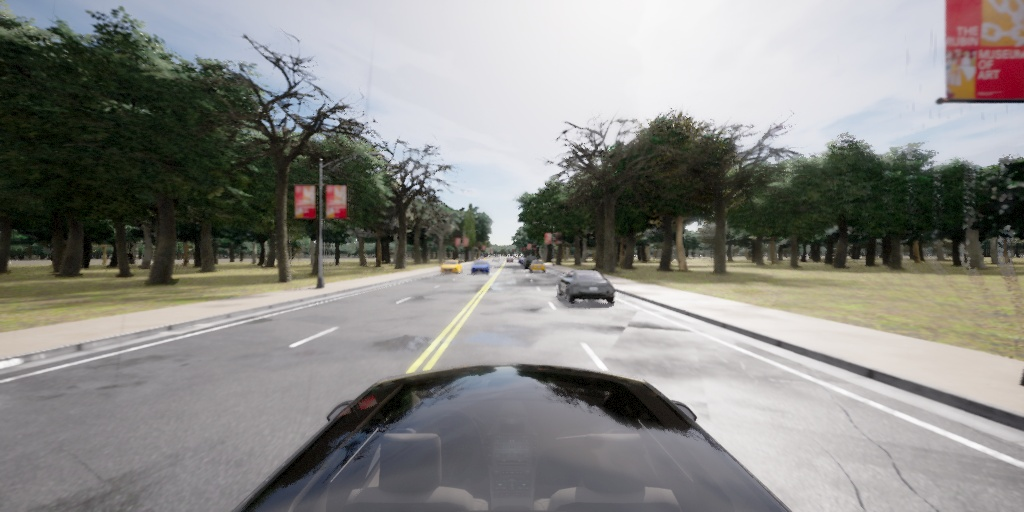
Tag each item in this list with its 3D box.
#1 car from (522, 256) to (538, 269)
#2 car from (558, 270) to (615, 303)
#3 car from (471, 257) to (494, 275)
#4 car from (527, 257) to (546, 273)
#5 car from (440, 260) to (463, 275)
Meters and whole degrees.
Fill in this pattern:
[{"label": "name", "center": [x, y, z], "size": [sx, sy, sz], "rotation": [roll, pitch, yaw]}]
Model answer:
[{"label": "car", "center": [3.100, 0.963, 55.293], "size": [2.150, 2.045, 5.566], "rotation": [0, 0, 0]}, {"label": "car", "center": [3.337, 1.315, 16.672], "size": [1.994, 1.385, 4.181], "rotation": [0, 0, 0]}, {"label": "car", "center": [-3.413, 1.227, 39.819], "size": [1.882, 1.535, 5.008], "rotation": [0, 0, 0]}, {"label": "car", "center": [3.154, 1.204, 44.449], "size": [1.801, 1.575, 5.366], "rotation": [0, 0, 0]}, {"label": "car", "center": [-6.663, 1.227, 39.810], "size": [1.882, 1.535, 5.008], "rotation": [0, 0, 0]}]
